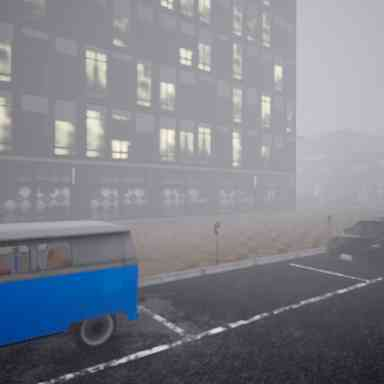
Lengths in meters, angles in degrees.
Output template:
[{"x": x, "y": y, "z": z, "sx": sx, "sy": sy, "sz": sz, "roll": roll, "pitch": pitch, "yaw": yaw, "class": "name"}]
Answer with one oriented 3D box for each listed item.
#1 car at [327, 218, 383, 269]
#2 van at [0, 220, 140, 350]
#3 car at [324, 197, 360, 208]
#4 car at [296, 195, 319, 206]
[{"x": 6.309, "y": 1.550, "z": 11.061, "sx": 4.313, "sy": 1.339, "sz": 1.947, "roll": 0, "pitch": 0, "yaw": -36, "class": "car"}, {"x": -2.707, "y": 1.341, "z": 4.622, "sx": 3.998, "sy": 1.788, "sz": 1.690, "roll": 0, "pitch": 0, "yaw": -36, "class": "van"}, {"x": 18.282, "y": 1.283, "z": 40.654, "sx": 1.802, "sy": 1.307, "sz": 4.206, "roll": 1, "pitch": 0, "yaw": -36, "class": "car"}, {"x": 14.997, "y": 1.073, "z": 45.124, "sx": 1.967, "sy": 1.590, "sz": 4.097, "roll": 1, "pitch": 0, "yaw": -36, "class": "car"}]
